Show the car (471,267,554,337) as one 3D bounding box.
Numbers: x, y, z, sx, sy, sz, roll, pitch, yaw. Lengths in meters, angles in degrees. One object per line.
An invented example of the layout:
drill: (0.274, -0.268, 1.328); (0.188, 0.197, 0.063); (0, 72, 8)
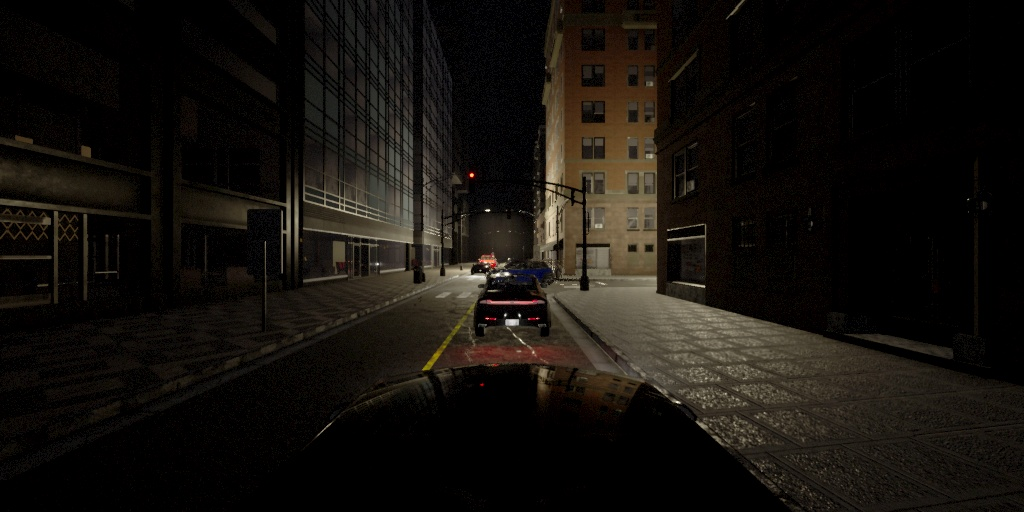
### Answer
car: (0.016, 1.240, 10.286); (2.128, 1.511, 4.902); (0, 0, 0)

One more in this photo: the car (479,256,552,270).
car: (0.493, 1.084, 23.595); (4.553, 1.767, 2.097); (0, 0, -31)

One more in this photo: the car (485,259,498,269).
car: (-3.270, 1.236, 57.998); (1.812, 1.442, 4.674); (0, 0, 0)

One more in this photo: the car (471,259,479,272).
car: (-3.211, 1.291, 38.158); (1.994, 1.385, 4.181); (0, 0, 0)
